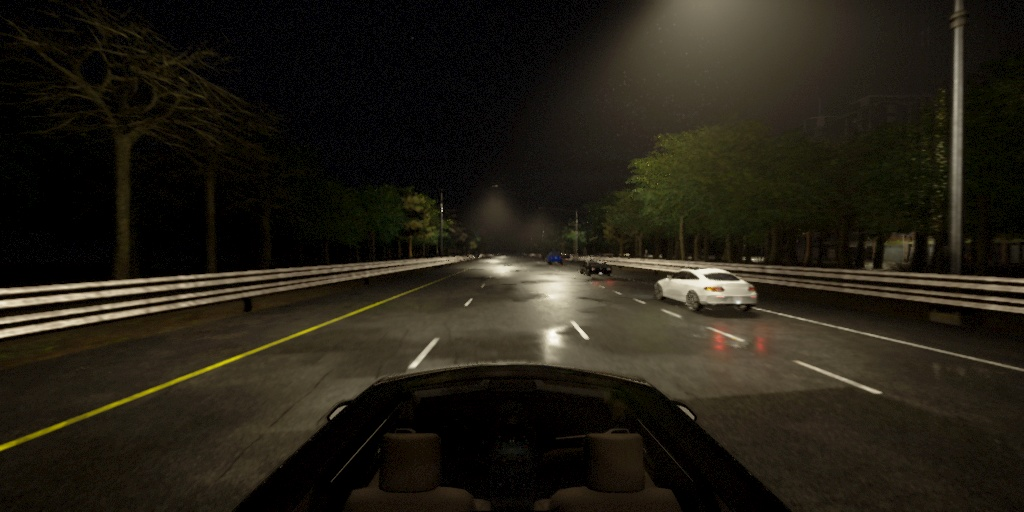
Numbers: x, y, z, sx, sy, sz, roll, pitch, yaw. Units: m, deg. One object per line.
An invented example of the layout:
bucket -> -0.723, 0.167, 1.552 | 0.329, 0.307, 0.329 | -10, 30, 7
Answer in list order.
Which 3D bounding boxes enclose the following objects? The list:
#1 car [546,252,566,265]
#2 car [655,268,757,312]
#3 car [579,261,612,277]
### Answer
car -> 7.003, 0.373, 59.460 | 2.150, 2.045, 5.566 | 0, 1, 0
car -> 7.001, 1.157, 13.407 | 1.812, 1.442, 4.674 | 0, 1, 0
car -> 7.003, 1.052, 30.525 | 1.895, 1.301, 4.718 | 0, 1, 0
